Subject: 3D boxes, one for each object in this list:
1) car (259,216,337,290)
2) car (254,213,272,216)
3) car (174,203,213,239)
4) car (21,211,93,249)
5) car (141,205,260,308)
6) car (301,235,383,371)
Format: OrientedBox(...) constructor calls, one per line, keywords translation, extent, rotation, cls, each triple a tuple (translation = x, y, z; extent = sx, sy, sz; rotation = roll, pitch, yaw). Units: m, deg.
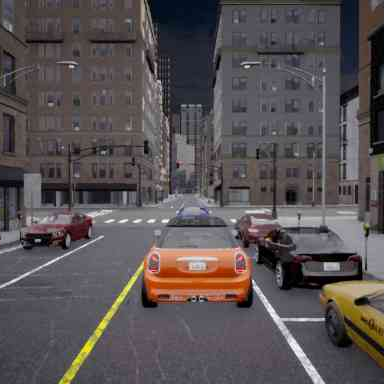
OrientedBox(translation=(2.866, 1.564, 8.900), extent=(1.947, 1.339, 4.313), rotation=(-1, 0, 0), cls="car")
OrientedBox(translation=(2.866, 1.578, 14.486), extent=(1.802, 1.307, 4.206), rotation=(-1, 0, 0), cls="car")
OrientedBox(translation=(0.099, 1.473, 18.385), extent=(1.882, 1.535, 5.008), rotation=(0, 0, 1), cls="car")
OrientedBox(translation=(-5.679, 1.541, 14.483), extent=(1.887, 1.381, 4.507), rotation=(-1, 0, 0), cls="car")
OrientedBox(translation=(0.097, 1.350, 8.097), extent=(2.097, 1.767, 4.553), rotation=(0, 0, 0), cls="car")
OrientedBox(translation=(2.866, 1.524, 3.484), extent=(1.752, 1.417, 4.829), rotation=(-1, 0, 0), cls="car")
